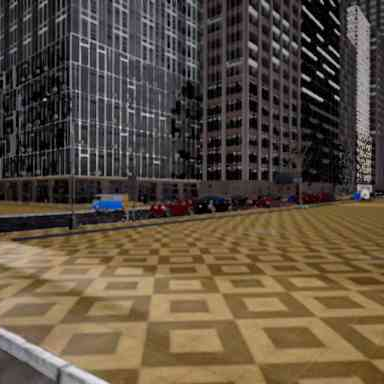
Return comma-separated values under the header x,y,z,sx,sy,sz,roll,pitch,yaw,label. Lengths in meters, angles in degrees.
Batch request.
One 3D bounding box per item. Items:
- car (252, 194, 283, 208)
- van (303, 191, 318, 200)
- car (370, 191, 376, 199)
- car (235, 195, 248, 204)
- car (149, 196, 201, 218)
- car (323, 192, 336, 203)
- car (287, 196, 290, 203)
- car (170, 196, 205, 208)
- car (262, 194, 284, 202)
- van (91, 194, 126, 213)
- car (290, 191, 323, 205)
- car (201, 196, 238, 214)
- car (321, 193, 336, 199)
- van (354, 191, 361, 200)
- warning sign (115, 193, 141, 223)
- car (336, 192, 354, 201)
x,y,z,sx,sy,sz,roll,pitch,yaw,label
9.526,1.246,40.526,1.802,1.307,4.206,1,1,41,car
25.547,0.701,71.827,1.690,1.788,3.998,1,1,41,van
39.316,0.858,74.931,2.008,1.369,4.403,1,1,41,car
6.925,1.149,50.327,1.947,1.339,4.313,1,1,41,car
-1.552,1.239,27.544,1.967,1.590,4.097,1,1,41,car
20.698,0.845,53.424,2.192,1.841,5.009,1,1,41,car
16.798,1.066,53.044,1.812,1.442,4.674,0,1,41,car
-0.527,1.217,41.732,1.887,1.381,4.507,1,1,41,car
14.374,1.060,58.928,1.947,1.339,4.313,1,1,41,car
-8.058,1.103,33.202,1.690,1.788,3.998,1,1,41,van
16.974,0.889,49.124,2.192,1.841,5.009,1,1,41,car
2.129,1.320,31.883,1.947,1.339,4.313,1,1,41,car
32.993,0.837,80.433,1.947,1.339,4.313,1,1,41,car
35.593,0.693,70.628,1.690,1.788,3.998,1,1,41,van
-4.094,0.975,21.183,1.300,1.860,1.060,0,0,41,warning sign
28.256,0.964,62.157,1.752,1.417,4.829,1,1,41,car
